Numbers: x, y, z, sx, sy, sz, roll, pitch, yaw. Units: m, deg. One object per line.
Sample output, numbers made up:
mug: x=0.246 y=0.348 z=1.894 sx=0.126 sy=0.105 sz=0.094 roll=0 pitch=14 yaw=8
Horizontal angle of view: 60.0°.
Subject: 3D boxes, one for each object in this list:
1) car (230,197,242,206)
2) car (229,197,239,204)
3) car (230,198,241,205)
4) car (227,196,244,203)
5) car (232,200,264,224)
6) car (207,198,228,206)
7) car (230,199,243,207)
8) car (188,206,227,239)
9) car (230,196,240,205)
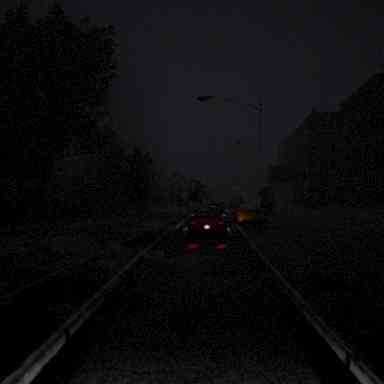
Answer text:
car: x=8.593 y=1.824 z=64.795 sx=2.185 sy=1.767 sz=4.553 roll=0 pitch=0 yaw=6
car: x=10.262 y=2.098 z=81.430 sx=2.163 sy=1.488 sz=4.792 roll=0 pitch=0 yaw=5
car: x=9.189 y=1.991 z=70.333 sx=2.231 sy=1.521 sz=4.892 roll=0 pitch=0 yaw=6
car: x=8.008 y=1.658 z=59.341 sx=2.435 sy=2.045 sz=5.566 roll=0 pitch=0 yaw=6
car: x=4.483 y=1.644 z=26.303 sx=2.097 sy=1.535 sz=5.008 roll=0 pitch=-1 yaw=5
car: x=2.780 y=1.757 z=38.196 sx=2.128 sy=1.511 sz=4.902 roll=0 pitch=0 yaw=6
car: x=5.046 y=1.720 z=31.773 sx=2.163 sy=1.488 sz=4.792 roll=0 pitch=0 yaw=6
car: x=0.862 y=1.657 z=17.971 sx=1.994 sy=1.385 sz=4.181 roll=0 pitch=0 yaw=4
car: x=9.779 y=1.904 z=75.830 sx=2.185 sy=1.767 sz=4.553 roll=1 pitch=0 yaw=6
